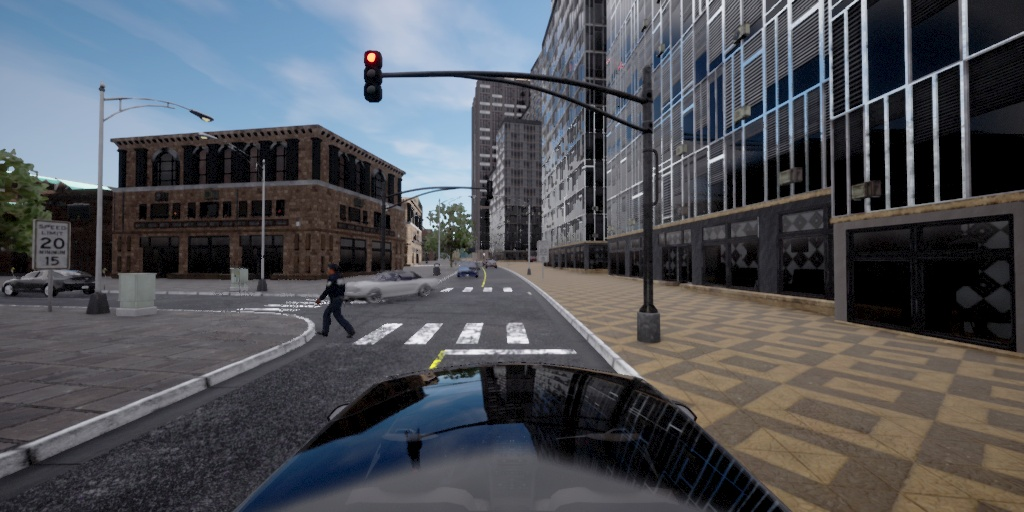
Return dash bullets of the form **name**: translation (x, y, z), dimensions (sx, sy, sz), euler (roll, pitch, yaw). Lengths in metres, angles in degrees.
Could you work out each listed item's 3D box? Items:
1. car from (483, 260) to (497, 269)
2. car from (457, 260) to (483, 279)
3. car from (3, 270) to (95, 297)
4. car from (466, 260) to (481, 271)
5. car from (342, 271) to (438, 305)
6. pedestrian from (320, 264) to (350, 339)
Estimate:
- **car**: translation (-3.426, 1.295, 58.441), dimensions (2.033, 1.411, 5.357), euler (0, 0, -7)
- **car**: translation (-3.985, 1.295, 33.128), dimensions (2.033, 1.411, 5.357), euler (0, 0, -4)
- **car**: translation (-24.186, 1.383, 18.848), dimensions (4.403, 1.370, 2.007), euler (0, 0, 9)
- **car**: translation (-5.410, 1.309, 50.214), dimensions (1.994, 1.385, 4.181), euler (0, 0, -6)
- **car**: translation (-5.668, 1.379, 16.571), dimensions (1.895, 1.301, 4.718), euler (-1, 0, 31)
- **pedestrian**: translation (-4.267, 1.044, 8.672), dimensions (0.375, 1.860, 0.375), euler (1, -1, -1)
